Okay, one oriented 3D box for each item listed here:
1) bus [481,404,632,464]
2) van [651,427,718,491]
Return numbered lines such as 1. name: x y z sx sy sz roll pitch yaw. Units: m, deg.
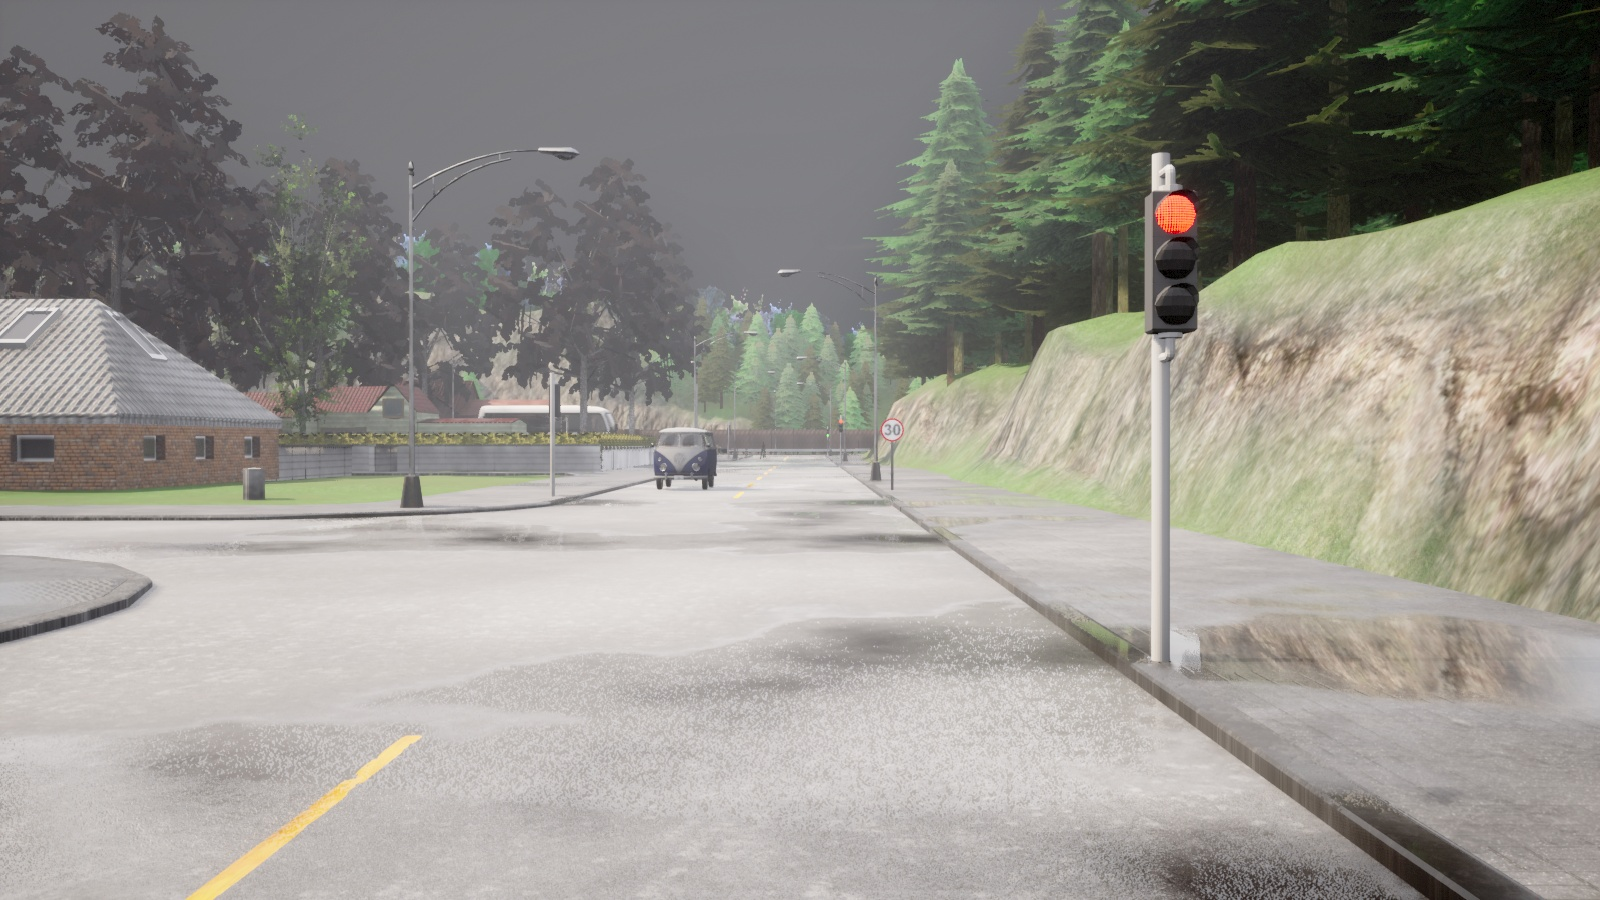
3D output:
1. bus: -17.752 -1.164 92.185 10.273 4.253 3.944 0 0 0
2. van: -3.750 0.263 41.344 1.775 1.987 4.442 0 0 0
